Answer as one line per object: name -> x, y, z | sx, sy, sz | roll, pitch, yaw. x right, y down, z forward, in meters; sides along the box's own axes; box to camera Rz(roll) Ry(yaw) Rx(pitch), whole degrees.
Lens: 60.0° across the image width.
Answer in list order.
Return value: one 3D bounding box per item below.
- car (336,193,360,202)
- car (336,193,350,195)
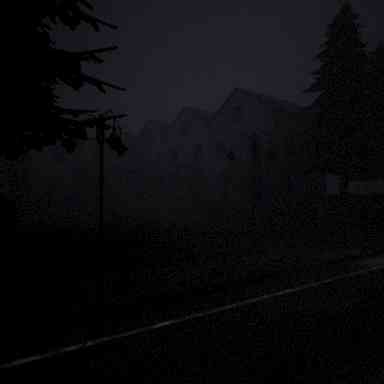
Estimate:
car -> 36.560, 1.266, 77.972 | 1.932, 1.855, 4.605 | 0, 0, -36
car -> 34.447, 1.239, 75.935 | 1.905, 1.878, 3.866 | 0, 0, -36
